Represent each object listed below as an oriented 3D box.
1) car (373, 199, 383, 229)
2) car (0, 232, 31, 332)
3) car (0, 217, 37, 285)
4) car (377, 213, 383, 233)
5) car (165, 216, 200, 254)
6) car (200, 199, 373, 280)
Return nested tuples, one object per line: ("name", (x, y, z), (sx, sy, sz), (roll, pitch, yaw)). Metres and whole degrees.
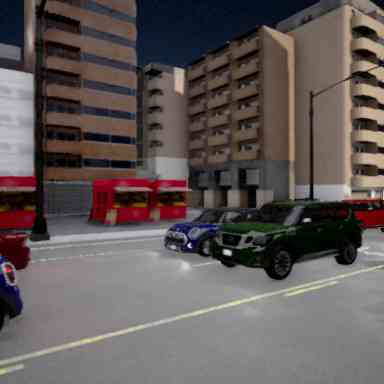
("car", (9.788, 1.433, 19.644), (5.566, 2.045, 2.150), (1, -1, -36))
("car", (-5.004, 1.353, 4.704), (4.553, 1.767, 2.097), (0, 0, -36))
("car", (-6.597, 1.489, 7.884), (5.008, 1.535, 1.882), (1, -1, -37))
("car", (11.508, 1.799, 16.566), (4.718, 1.301, 1.895), (1, -1, -35))
("car", (1.143, 1.445, 13.435), (4.553, 1.767, 2.097), (1, -1, -36))
("car", (3.197, 1.306, 10.591), (5.566, 2.045, 2.150), (1, -1, -36))
